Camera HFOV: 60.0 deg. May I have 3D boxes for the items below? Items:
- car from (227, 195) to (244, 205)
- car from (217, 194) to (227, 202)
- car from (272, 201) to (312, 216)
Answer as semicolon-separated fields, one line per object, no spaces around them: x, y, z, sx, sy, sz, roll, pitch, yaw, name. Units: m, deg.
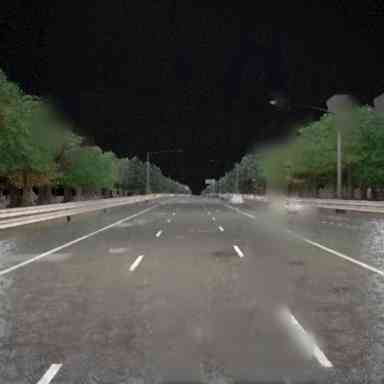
7.036;1.327;52.515;1.812;1.442;4.674;0;0;-1;car
7.014;1.263;69.593;2.128;1.511;4.902;0;0;0;car
9.351;1.505;31.745;1.895;1.301;4.718;0;0;-11;car
